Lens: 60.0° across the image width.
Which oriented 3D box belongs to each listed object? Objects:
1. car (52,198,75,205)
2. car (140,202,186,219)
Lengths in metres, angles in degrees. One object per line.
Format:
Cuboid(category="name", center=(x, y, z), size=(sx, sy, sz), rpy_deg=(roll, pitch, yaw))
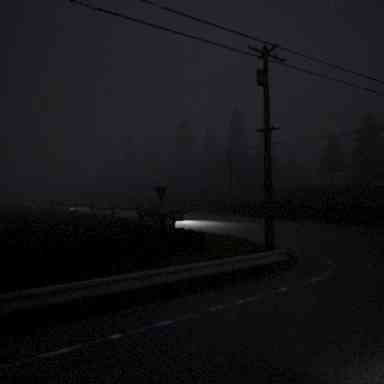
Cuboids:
Cuboid(category="car", center=(-17.679, 1.481, 45.177), size=(2.033, 1.411, 5.357), rpy_deg=(-2, 1, -39))
Cuboid(category="car", center=(-2.270, 1.459, 25.412), size=(1.994, 1.385, 4.181), rpy_deg=(-2, 1, -37))
